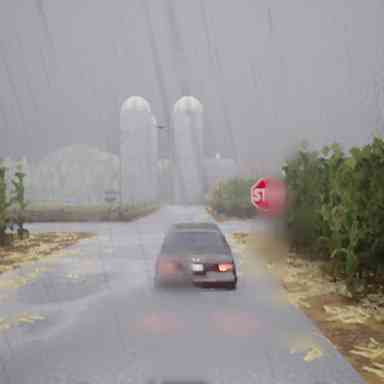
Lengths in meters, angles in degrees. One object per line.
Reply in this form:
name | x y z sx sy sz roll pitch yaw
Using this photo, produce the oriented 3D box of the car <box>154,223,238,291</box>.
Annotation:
car | 0.096 1.544 9.055 2.033 1.411 5.357 0 0 0
